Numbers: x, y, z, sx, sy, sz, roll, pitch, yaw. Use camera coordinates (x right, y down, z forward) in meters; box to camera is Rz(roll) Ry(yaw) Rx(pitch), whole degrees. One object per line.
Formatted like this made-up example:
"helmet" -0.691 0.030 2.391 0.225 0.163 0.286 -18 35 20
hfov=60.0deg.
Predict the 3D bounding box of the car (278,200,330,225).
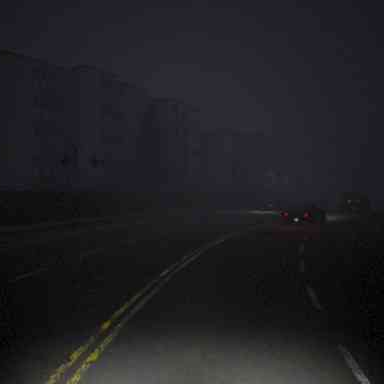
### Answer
"car" 7.817 1.455 22.815 1.895 1.301 4.718 1 1 34

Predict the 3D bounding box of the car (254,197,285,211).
"car" 8.772 1.295 36.183 2.033 1.411 5.357 1 1 38

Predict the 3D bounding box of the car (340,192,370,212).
"car" 17.538 1.021 35.720 2.150 2.045 5.566 1 0 38

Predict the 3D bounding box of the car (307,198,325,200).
"car" 13.675 1.318 36.788 2.033 1.411 5.357 1 1 38
